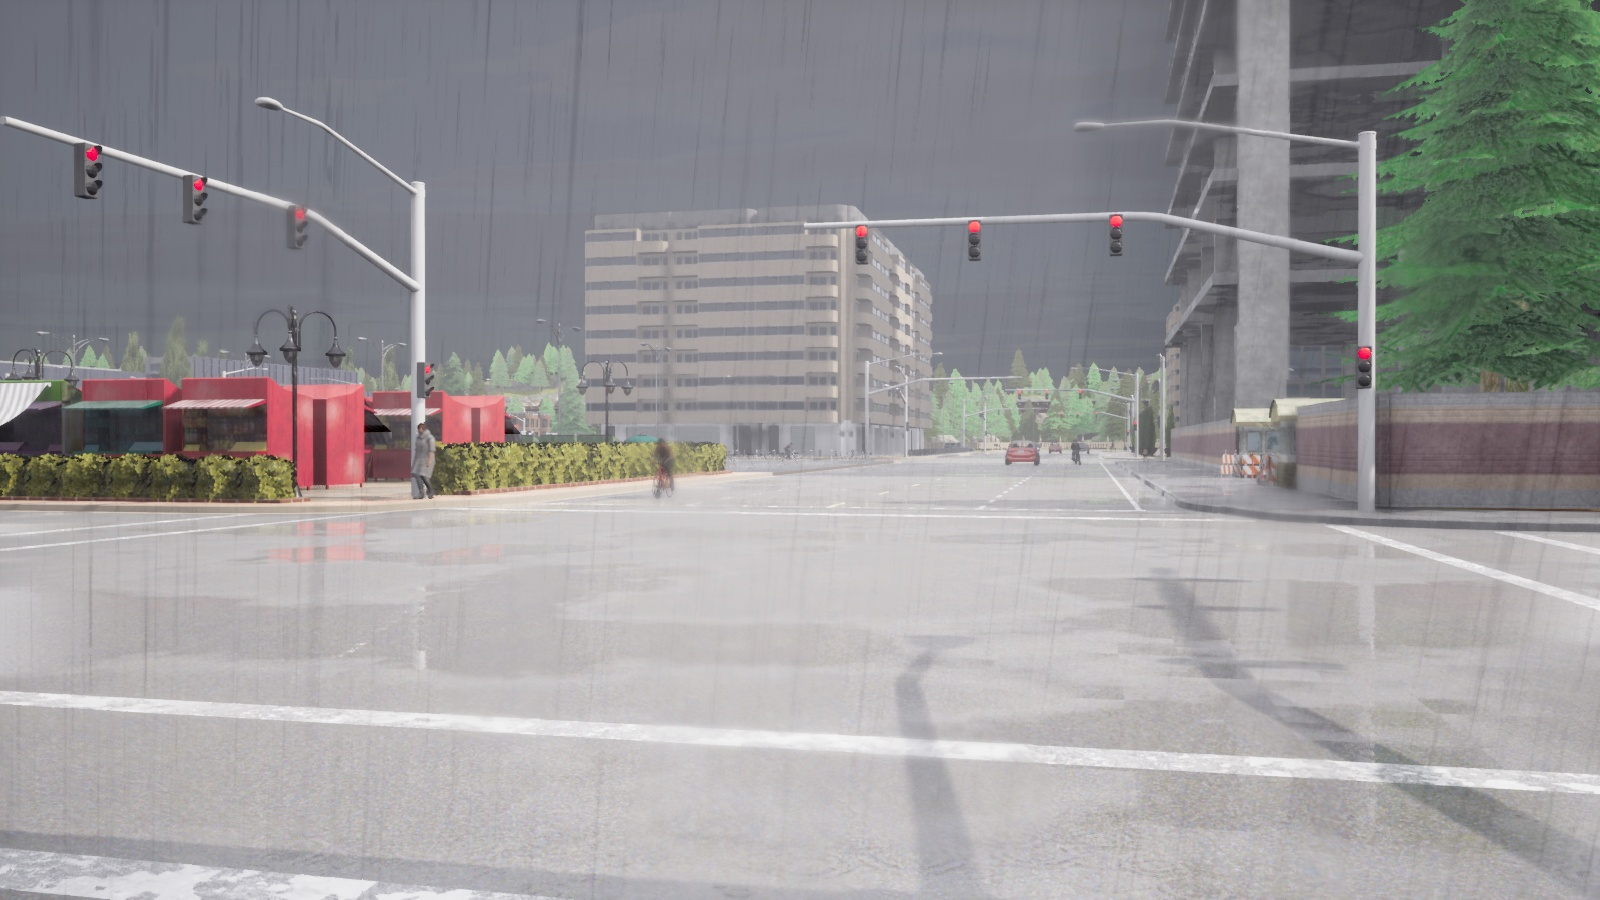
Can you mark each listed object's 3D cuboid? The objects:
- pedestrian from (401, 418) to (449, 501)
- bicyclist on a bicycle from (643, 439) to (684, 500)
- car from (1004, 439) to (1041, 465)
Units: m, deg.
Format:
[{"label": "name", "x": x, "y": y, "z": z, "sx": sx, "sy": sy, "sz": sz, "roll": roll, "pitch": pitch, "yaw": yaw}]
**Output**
[{"label": "pedestrian", "x": -8.933, "y": 0.224, "z": 29.945, "sx": 0.659, "sy": 1.952, "sz": 0.873, "roll": 0, "pitch": 0, "yaw": 32}, {"label": "bicyclist on a bicycle", "x": -3.670, "y": 0.505, "z": 33.890, "sx": 0.582, "sy": 1.620, "sz": 1.656, "roll": 0, "pitch": 1, "yaw": 13}, {"label": "car", "x": 15.074, "y": 0.123, "z": 84.990, "sx": 2.242, "sy": 1.667, "sz": 4.611, "roll": 0, "pitch": 0, "yaw": 12}]
